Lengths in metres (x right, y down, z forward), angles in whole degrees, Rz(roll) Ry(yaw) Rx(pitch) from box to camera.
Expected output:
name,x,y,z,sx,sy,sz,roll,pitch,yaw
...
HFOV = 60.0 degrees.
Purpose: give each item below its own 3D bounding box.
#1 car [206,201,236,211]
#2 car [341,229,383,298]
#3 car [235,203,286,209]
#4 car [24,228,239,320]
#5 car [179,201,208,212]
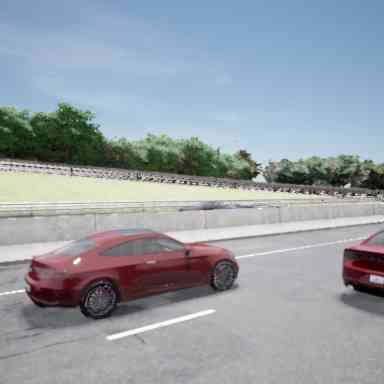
name,x,y,z,sx,sy,sz,roll,pitch,yaw
car,3.832,1.607,28.179,4.718,1.301,1.895,0,0,-35
car,5.474,1.480,7.644,5.008,1.535,1.882,0,0,-35
car,5.878,1.607,25.339,4.718,1.301,1.895,0,0,-35
car,-1.064,1.526,7.301,4.674,1.442,1.812,0,0,-35
car,1.335,1.554,30.700,5.357,1.411,2.033,0,0,-35
